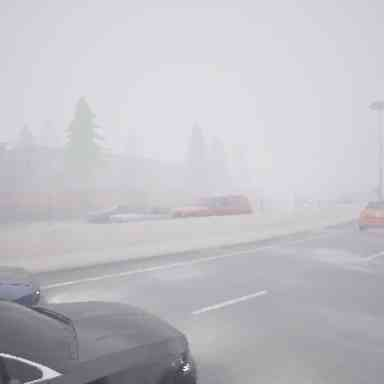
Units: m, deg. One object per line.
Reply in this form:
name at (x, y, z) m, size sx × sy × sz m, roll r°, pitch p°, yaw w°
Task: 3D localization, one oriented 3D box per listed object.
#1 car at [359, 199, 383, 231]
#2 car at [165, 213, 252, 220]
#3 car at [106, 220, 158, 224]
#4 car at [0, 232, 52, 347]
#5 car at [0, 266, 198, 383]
car at (11.129, 1.233, 18.758) m, size 2.097 × 1.767 × 4.553 m, roll 0°, pitch 0°, yaw 43°
car at (1.179, 1.161, 18.868) m, size 5.566 × 2.045 × 2.150 m, roll 0°, pitch 0°, yaw -43°
car at (-2.622, 1.559, 20.110) m, size 4.718 × 1.301 × 1.895 m, roll 0°, pitch 0°, yaw -42°
car at (-4.995, 1.565, 4.561) m, size 5.357 × 1.411 × 2.033 m, roll 0°, pitch 0°, yaw -35°
car at (-2.200, 1.513, 2.338) m, size 4.892 × 1.490 × 1.837 m, roll -1°, pitch 1°, yaw -36°
